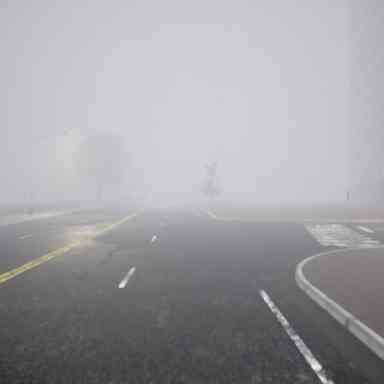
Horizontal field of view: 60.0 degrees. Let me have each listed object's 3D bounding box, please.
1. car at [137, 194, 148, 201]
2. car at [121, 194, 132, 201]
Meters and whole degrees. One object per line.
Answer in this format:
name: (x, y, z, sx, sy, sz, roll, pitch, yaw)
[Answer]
car: (-10.194, 1.183, 68.663, 1.994, 1.385, 4.181, 0, 0, -6)
car: (-13.426, 1.184, 68.321, 1.994, 1.385, 4.181, 0, 0, -6)
